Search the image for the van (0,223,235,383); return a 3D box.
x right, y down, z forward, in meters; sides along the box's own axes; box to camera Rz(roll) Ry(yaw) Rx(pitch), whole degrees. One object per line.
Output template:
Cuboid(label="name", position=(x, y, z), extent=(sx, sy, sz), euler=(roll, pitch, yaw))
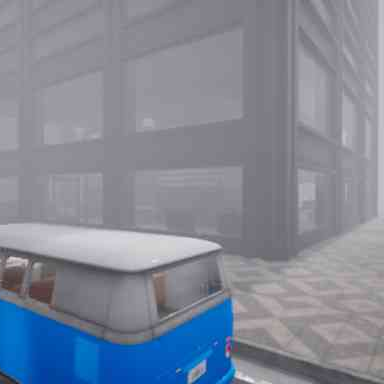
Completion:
Cuboid(label="van", position=(-1.462, 1.342, 4.003), extent=(3.998, 1.788, 1.690), euler=(0, 0, 36))
